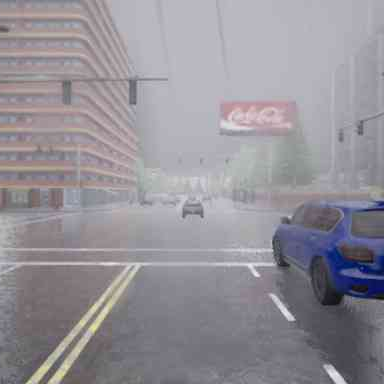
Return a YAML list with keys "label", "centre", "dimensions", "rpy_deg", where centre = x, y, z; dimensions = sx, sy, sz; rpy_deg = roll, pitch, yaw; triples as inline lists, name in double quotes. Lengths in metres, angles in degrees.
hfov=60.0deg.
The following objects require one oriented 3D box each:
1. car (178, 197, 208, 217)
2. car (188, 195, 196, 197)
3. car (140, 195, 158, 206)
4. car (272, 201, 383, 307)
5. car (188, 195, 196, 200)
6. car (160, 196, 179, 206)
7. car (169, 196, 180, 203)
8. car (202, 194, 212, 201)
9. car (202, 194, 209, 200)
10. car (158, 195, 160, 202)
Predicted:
- label: "car"
  centre: [0.090, 1.461, 30.673]
  dimensions: [2.128, 1.511, 4.902]
  rpy_deg: [0, 0, 0]
- label: "car"
  centre: [-0.017, 1.446, 76.566]
  dimensions: [2.128, 1.511, 4.902]
  rpy_deg: [0, 0, 0]
- label: "car"
  centre: [-7.074, 1.426, 52.805]
  dimensions: [1.882, 1.535, 5.008]
  rpy_deg: [0, 0, 0]
- label: "car"
  centre: [3.582, 1.211, 8.091]
  dimensions: [2.150, 2.045, 5.566]
  rpy_deg: [0, 0, 0]
- label: "car"
  centre: [-0.019, 1.402, 86.238]
  dimensions: [2.033, 1.411, 5.357]
  rpy_deg: [0, 0, 0]
- label: "car"
  centre: [-3.576, 1.474, 52.877]
  dimensions: [1.812, 1.442, 4.674]
  rpy_deg: [0, 0, 0]
- label: "car"
  centre: [-3.516, 1.487, 68.501]
  dimensions: [1.994, 1.385, 4.181]
  rpy_deg: [0, 0, 0]
- label: "car"
  centre: [3.483, 1.276, 77.416]
  dimensions: [2.097, 1.767, 4.553]
  rpy_deg: [0, 0, 0]
- label: "car"
  centre: [3.481, 1.387, 86.239]
  dimensions: [1.812, 1.442, 4.674]
  rpy_deg: [0, 0, 0]
- label: "car"
  centre: [-7.017, 1.455, 68.532]
  dimensions: [2.128, 1.511, 4.902]
  rpy_deg: [0, 0, 0]
